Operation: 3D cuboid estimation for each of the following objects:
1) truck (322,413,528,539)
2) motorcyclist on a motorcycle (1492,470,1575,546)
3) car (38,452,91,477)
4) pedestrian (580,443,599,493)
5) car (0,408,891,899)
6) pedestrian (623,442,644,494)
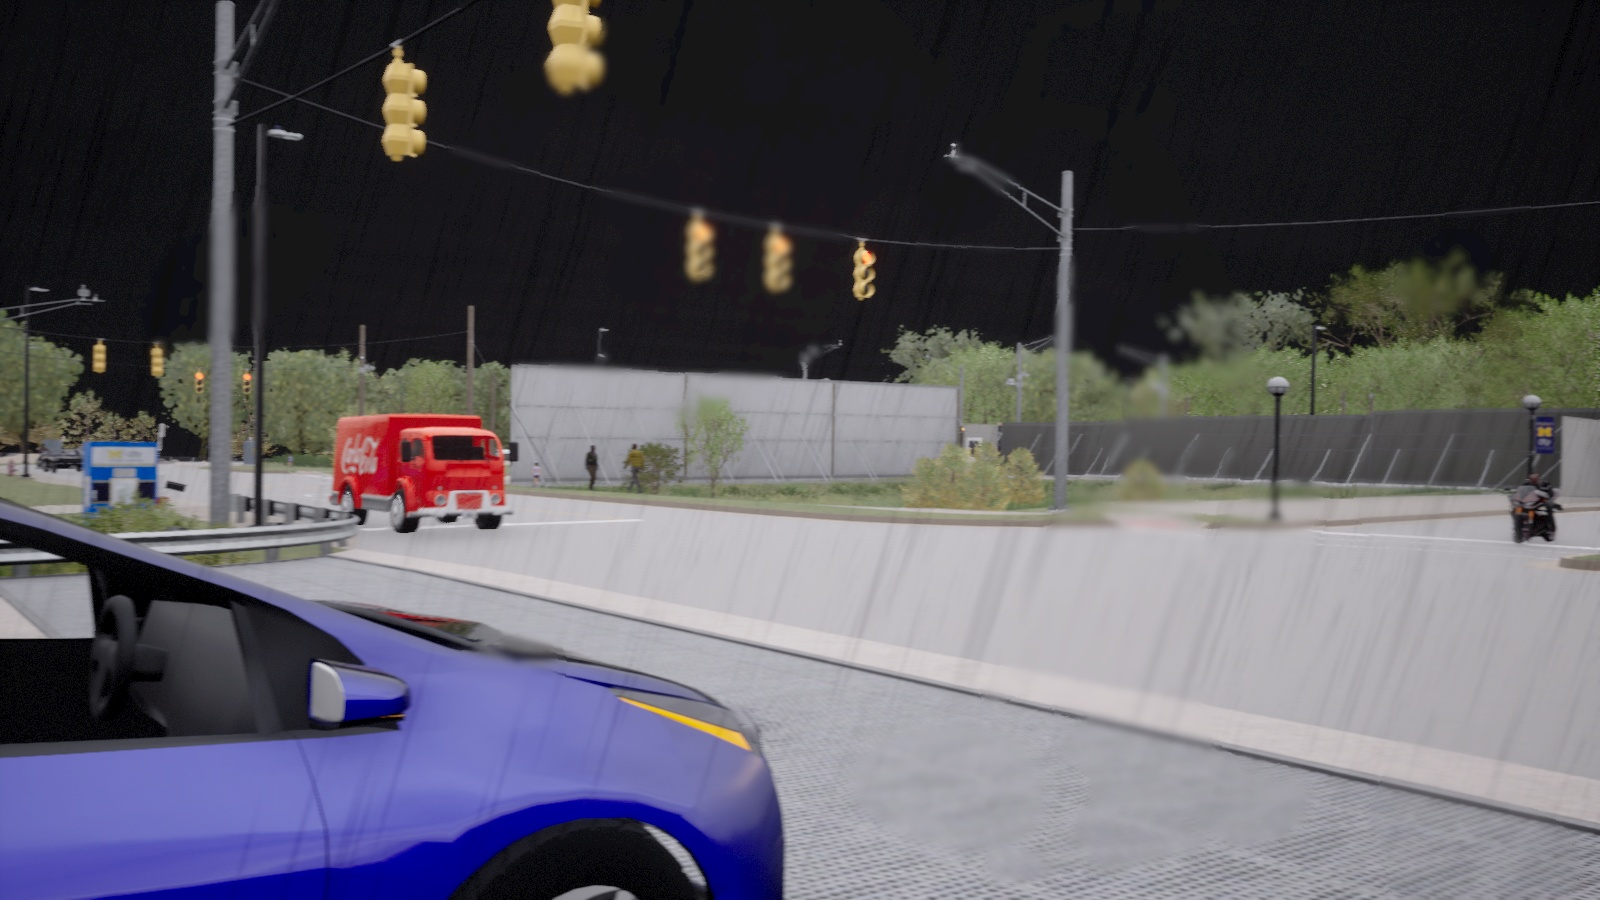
[{"bbox_3d":[-8.264,0.495,27.339,2.627,2.467,5.204,0,0,-38],"label":"truck"},{"bbox_3d":[15.588,1.192,26.670,2.191,1.530,0.866,1,0,-41],"label":"motorcyclist on a motorcycle"},{"bbox_3d":[-40.832,0.767,69.673,1.895,1.301,4.718,0,0,-38],"label":"car"},{"bbox_3d":[-8.145,0.687,48.599,0.395,1.930,0.692,0,1,-38],"label":"pedestrian"},{"bbox_3d":[-2.158,0.698,2.347,4.514,1.525,2.007,0,0,-40],"label":"car"},{"bbox_3d":[-5.936,0.639,44.744,0.370,1.835,0.726,0,1,-40],"label":"pedestrian"}]
